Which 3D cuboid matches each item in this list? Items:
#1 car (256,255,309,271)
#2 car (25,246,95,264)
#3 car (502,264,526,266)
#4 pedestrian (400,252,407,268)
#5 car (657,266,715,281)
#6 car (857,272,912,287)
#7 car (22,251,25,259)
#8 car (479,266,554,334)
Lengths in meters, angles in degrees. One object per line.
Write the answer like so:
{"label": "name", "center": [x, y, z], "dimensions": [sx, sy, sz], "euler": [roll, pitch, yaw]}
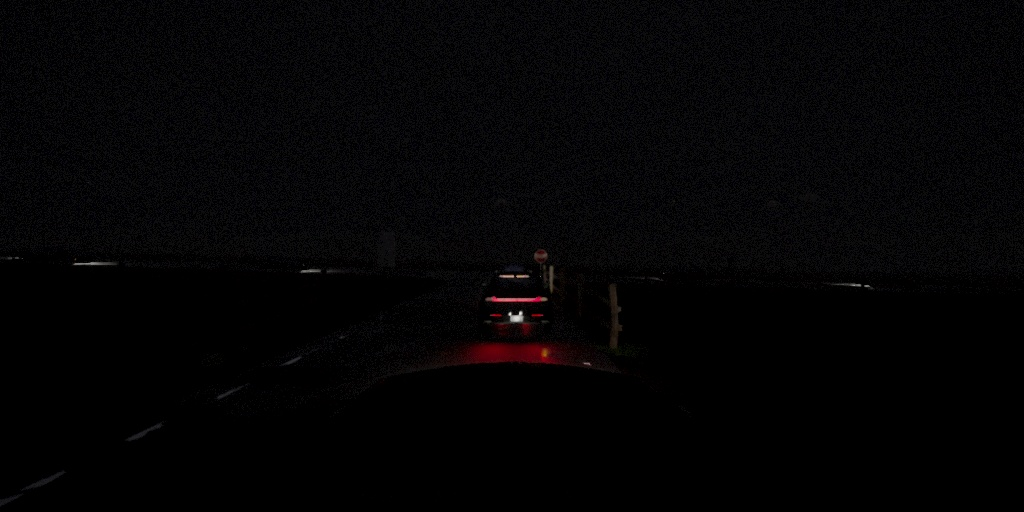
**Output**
{"label": "car", "center": [-21.549, 0.600, 33.721], "dimensions": [4.181, 1.385, 1.994], "euler": [2, 3, 0]}
{"label": "car", "center": [-42.297, -0.079, 33.840], "dimensions": [4.181, 1.385, 1.994], "euler": [2, 3, 1]}
{"label": "car", "center": [0.090, 1.173, 19.666], "dimensions": [2.128, 1.511, 4.902], "euler": [0, 0, 0]}
{"label": "pedestrian", "center": [-12.029, 0.410, 39.635], "dimensions": [0.375, 1.860, 0.375], "euler": [0, 1, 0]}
{"label": "car", "center": [17.660, 1.703, 36.484], "dimensions": [5.357, 1.411, 2.033], "euler": [2, 3, 0]}
{"label": "car", "center": [37.723, 2.329, 36.373], "dimensions": [4.181, 1.385, 1.994], "euler": [2, 3, 0]}
{"label": "car", "center": [-47.177, -0.374, 36.728], "dimensions": [4.181, 1.385, 1.994], "euler": [2, 3, 0]}
{"label": "car", "center": [0.099, 1.205, 10.526], "dimensions": [2.128, 1.511, 4.902], "euler": [0, 0, 0]}
